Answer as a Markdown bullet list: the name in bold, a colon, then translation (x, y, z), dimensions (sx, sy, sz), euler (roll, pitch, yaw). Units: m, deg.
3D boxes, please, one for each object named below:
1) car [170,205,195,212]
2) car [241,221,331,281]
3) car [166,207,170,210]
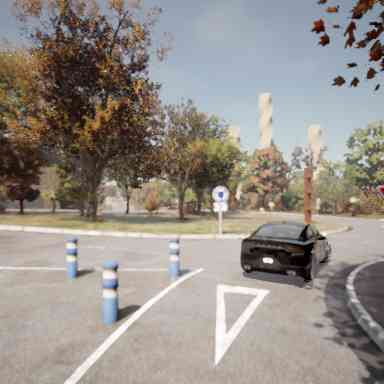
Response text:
- **car**: translation (-1.547, 3.209, 66.292), dimensions (4.181, 1.385, 1.994), euler (0, 0, 11)
- **car**: translation (3.182, 1.677, 10.752), dimensions (1.882, 1.535, 5.008), euler (1, -1, 29)
- **car**: translation (-4.806, 4.163, 86.159), dimensions (1.882, 1.535, 5.008), euler (0, -4, -14)
